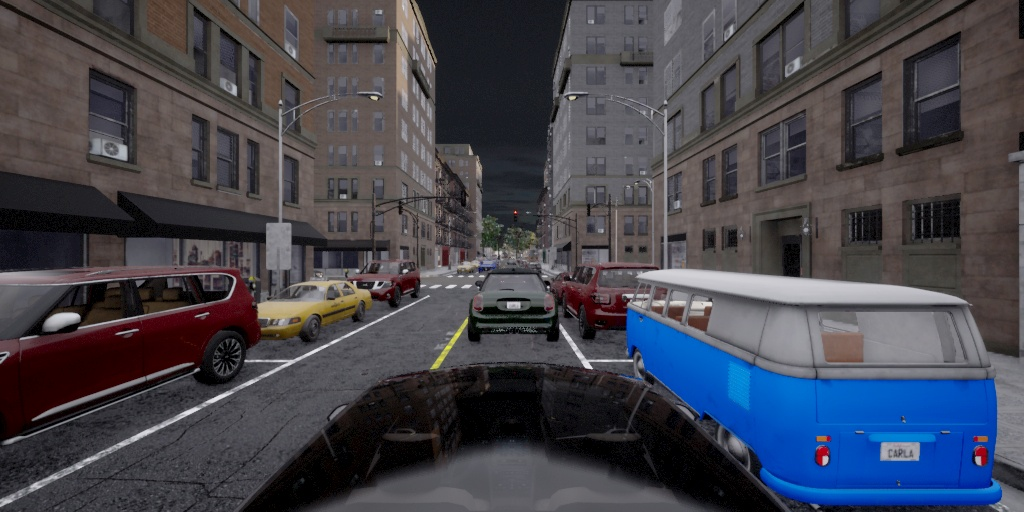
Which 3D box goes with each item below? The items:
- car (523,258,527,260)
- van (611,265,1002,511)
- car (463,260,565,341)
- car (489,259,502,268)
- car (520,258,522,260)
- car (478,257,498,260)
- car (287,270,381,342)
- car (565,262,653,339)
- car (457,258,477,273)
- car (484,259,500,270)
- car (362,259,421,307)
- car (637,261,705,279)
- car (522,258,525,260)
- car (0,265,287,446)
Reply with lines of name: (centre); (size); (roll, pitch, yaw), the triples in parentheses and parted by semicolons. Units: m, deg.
car: (2.584, 1.299, 42.652); (2.007, 1.370, 4.403); (0, 0, 0)
van: (2.635, 1.091, 4.285); (1.690, 1.789, 3.998); (0, 0, 0)
car: (0.023, 1.102, 10.001); (2.097, 1.767, 4.553); (0, 0, 0)
car: (-2.896, 1.315, 62.914); (1.994, 1.385, 4.181); (0, 0, 0)
car: (2.569, 1.300, 53.615); (2.007, 1.370, 4.403); (0, 0, 0)
car: (-2.898, 1.227, 42.887); (1.882, 1.535, 5.008); (0, 0, 0)
car: (-5.410, 1.275, 9.784); (1.751, 1.417, 4.829); (0, 0, 0)
car: (2.627, 1.065, 9.964); (2.192, 1.841, 5.009); (0, 0, 0)
car: (-5.469, 1.274, 42.471); (1.751, 1.417, 4.829); (0, 0, 0)
car: (-2.909, 1.241, 52.854); (2.128, 1.511, 4.902); (0, 0, 0)
car: (-5.418, 1.064, 15.633); (2.192, 1.841, 5.009); (0, 0, 0)
car: (13.593, 1.172, 30.811); (4.902, 1.511, 2.128); (0, 0, 0)
car: (2.576, 1.294, 48.133); (1.888, 1.381, 4.507); (0, 0, 0)
car: (-5.401, 1.065, 4.277); (2.192, 1.841, 5.009); (0, 0, 0)
